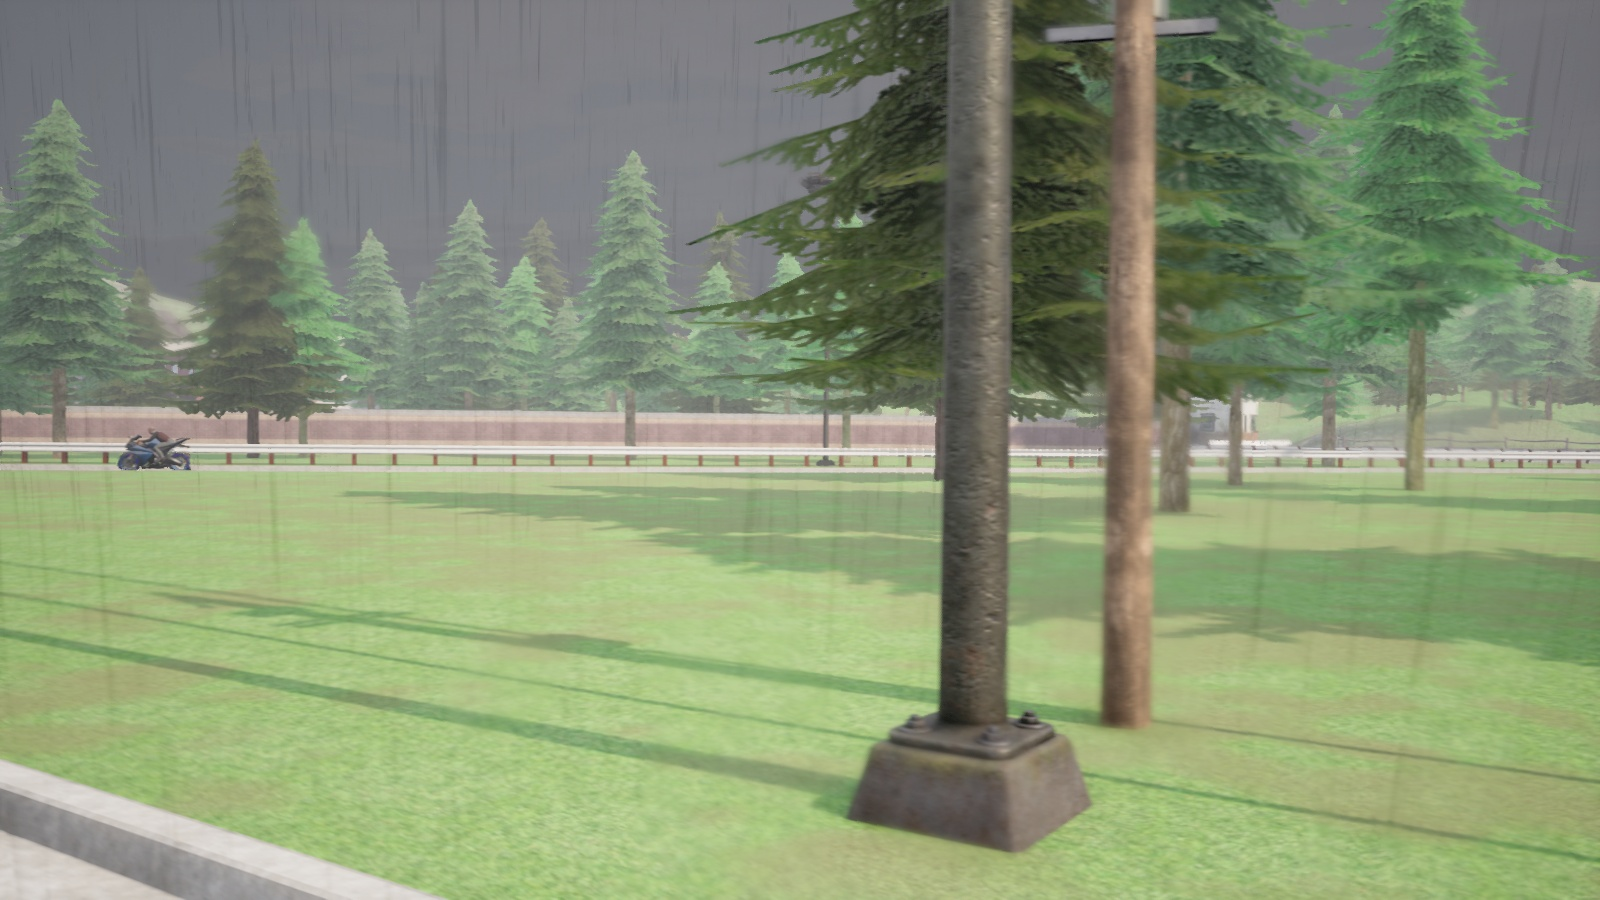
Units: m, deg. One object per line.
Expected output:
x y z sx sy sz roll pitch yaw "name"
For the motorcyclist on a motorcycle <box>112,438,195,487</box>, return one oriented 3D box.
-20.877 0.401 40.600 2.191 1.530 0.866 -1 1 -8 "motorcyclist on a motorcycle"
